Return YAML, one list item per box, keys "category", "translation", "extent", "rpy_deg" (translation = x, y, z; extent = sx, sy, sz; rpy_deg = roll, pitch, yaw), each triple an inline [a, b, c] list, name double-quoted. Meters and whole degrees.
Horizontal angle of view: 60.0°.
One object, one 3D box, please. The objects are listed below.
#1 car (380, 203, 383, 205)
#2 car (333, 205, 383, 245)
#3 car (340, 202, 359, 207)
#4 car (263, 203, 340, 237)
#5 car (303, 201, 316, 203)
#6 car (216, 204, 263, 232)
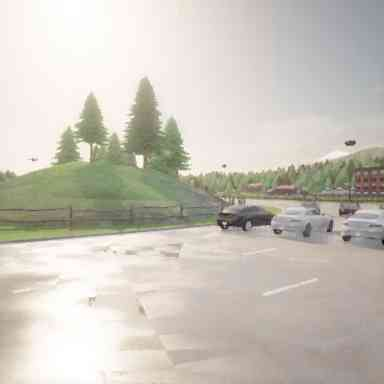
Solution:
- category: "car"
  translation: [17.848, 1.533, 29.558]
  extent: [1.812, 1.442, 4.674]
  rpy_deg: [0, 0, 23]
- category: "car"
  translation: [8.530, 1.533, 15.538]
  extent: [1.812, 1.442, 4.674]
  rpy_deg: [0, 0, 44]
- category: "car"
  translation: [14.640, 1.616, 30.958]
  extent: [1.895, 1.301, 4.718]
  rpy_deg: [0, 0, 23]
- category: "car"
  translation: [6.018, 1.533, 17.975]
  extent: [1.812, 1.442, 4.674]
  rpy_deg: [0, 0, 44]
- category: "car"
  translation: [11.408, 1.572, 32.302]
  extent: [1.994, 1.385, 4.181]
  rpy_deg: [0, 0, 23]
- category: "car"
  translation: [3.506, 1.516, 20.413]
  extent: [1.837, 1.490, 4.892]
  rpy_deg: [0, 0, 44]
